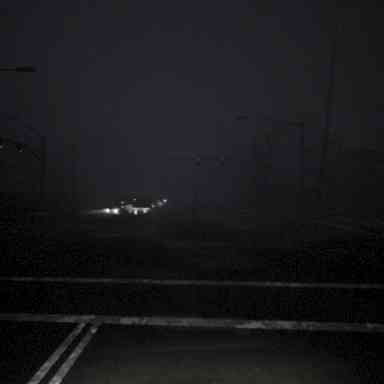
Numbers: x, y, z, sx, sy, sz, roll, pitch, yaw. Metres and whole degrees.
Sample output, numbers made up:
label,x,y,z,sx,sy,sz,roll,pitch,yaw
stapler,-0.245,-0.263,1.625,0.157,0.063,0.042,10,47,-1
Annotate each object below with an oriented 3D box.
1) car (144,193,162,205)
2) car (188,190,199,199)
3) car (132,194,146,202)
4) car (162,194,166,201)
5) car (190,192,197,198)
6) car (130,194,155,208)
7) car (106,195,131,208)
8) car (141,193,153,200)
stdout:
label,x,y,z,sx,sy,sz,roll,pitch,yaw
car,-6.754,1.302,55.379,2.033,1.411,5.357,0,1,0
car,0.347,0.600,76.697,2.150,2.045,5.566,0,1,0
car,-10.209,1.175,64.688,1.994,1.385,4.181,0,1,0
car,-6.707,1.206,64.957,1.895,1.301,4.718,0,1,0
car,0.395,0.680,87.373,1.812,1.442,4.674,0,1,0
car,-6.819,1.428,46.149,1.994,1.385,4.181,0,1,1
car,-10.322,1.366,45.543,2.128,1.511,4.902,0,1,1
car,-10.160,0.944,75.307,2.033,1.411,5.357,0,1,0
